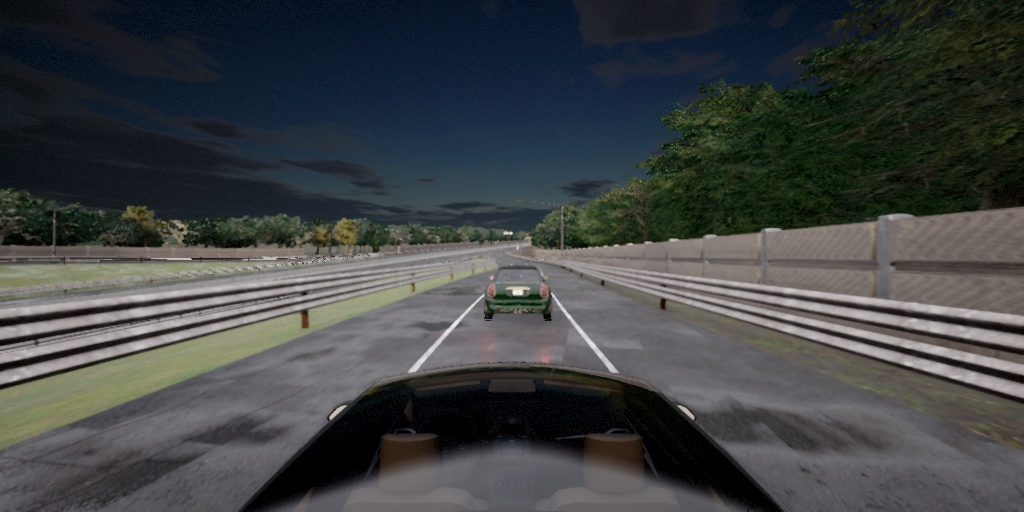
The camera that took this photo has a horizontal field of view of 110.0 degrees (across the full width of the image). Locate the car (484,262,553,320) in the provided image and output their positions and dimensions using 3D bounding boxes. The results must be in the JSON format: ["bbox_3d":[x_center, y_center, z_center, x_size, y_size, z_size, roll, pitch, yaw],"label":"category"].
[{"bbox_3d":[0.238,1.093,12.697,2.097,1.767,4.553,0,0,2],"label":"car"}]
